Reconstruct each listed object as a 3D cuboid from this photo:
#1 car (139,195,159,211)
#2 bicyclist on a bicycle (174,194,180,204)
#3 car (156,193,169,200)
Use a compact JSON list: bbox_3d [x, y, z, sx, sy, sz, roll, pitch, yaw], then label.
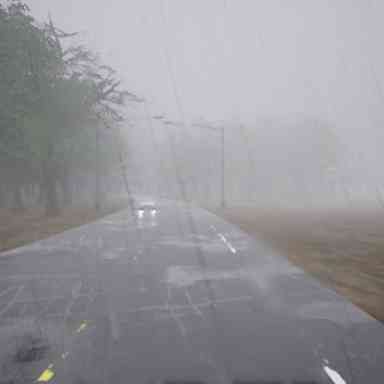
[{"bbox_3d":[-5.318,1.444,40.219,1.812,1.442,4.674,0,0,-5],"label":"car"},{"bbox_3d":[-2.344,1.305,56.650,0.582,1.620,1.656,0,0,-7],"label":"bicyclist on a bicycle"},{"bbox_3d":[-7.133,0.976,83.649,2.097,1.767,4.553,-1,0,-10],"label":"car"}]
